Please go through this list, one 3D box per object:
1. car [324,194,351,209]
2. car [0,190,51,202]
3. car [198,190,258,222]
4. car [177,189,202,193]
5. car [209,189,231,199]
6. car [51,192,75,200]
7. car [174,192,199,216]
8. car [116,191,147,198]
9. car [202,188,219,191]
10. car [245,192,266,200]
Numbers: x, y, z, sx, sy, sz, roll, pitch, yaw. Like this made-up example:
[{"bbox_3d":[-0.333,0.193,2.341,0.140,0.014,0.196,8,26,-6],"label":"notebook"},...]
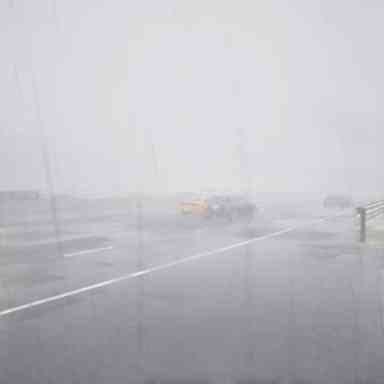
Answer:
[{"bbox_3d":[14.780,0.900,33.671,2.128,1.511,4.902,0,1,36],"label":"car"},{"bbox_3d":[-13.713,0.879,24.253,2.150,2.045,5.566,0,1,36],"label":"car"},{"bbox_3d":[2.750,0.987,22.783,2.097,1.767,4.553,0,1,36],"label":"car"},{"bbox_3d":[-1.166,0.712,41.618,2.097,1.767,4.553,0,1,36],"label":"car"},{"bbox_3d":[5.399,0.384,62.675,2.097,1.767,4.553,0,1,36],"label":"car"},{"bbox_3d":[-13.093,0.927,31.074,2.097,1.767,4.553,0,1,36],"label":"car"},{"bbox_3d":[1.022,1.067,26.370,1.882,1.535,5.008,0,1,36],"label":"car"},{"bbox_3d":[-8.005,0.706,44.100,2.097,1.767,4.553,0,1,36],"label":"car"},{"bbox_3d":[2.344,0.401,52.441,2.150,2.045,5.566,0,1,36],"label":"car"},{"bbox_3d":[11.282,0.638,58.865,1.994,1.385,4.181,0,1,36],"label":"car"}]
